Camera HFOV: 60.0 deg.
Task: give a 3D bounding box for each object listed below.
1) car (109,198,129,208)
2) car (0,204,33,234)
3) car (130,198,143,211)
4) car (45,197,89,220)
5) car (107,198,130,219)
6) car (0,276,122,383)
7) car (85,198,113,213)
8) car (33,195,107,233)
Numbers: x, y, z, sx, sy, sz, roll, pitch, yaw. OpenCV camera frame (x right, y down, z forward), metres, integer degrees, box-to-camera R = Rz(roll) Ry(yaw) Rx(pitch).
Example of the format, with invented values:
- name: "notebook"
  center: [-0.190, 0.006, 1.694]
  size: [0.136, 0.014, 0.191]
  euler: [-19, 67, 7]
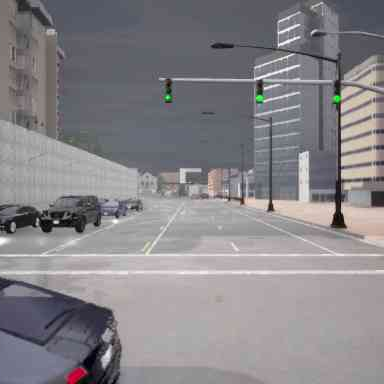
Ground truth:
- name: "car"
  center: [-10.591, 1.614, 48.482]
  size: [1.895, 1.301, 4.718]
  euler: [0, 0, 0]
- name: "car"
  center: [-10.615, 1.510, 19.536]
  size: [1.837, 1.490, 4.892]
  euler: [0, 0, 0]
- name: "car"
  center: [-7.120, 1.503, 40.152]
  size: [2.128, 1.511, 4.902]
  euler: [0, 0, 0]
- name: "car"
  center: [-10.621, 1.360, 28.604]
  size: [2.097, 1.767, 4.553]
  euler: [0, 0, 0]
- name: "car"
  center: [-7.120, 1.534, 29.809]
  size: [1.812, 1.442, 4.674]
  euler: [0, 0, 0]
- name: "car"
  center: [-2.829, 1.566, 3.240]
  size: [4.181, 1.385, 1.994]
  euler: [0, 0, 0]
- name: "car"
  center: [-10.622, 1.516, 38.421]
  size: [1.837, 1.490, 4.892]
  euler: [0, 0, 0]
- name: "car"
  center: [-7.111, 1.227, 20.169]
  size: [2.150, 2.045, 5.566]
  euler: [0, 0, 0]
